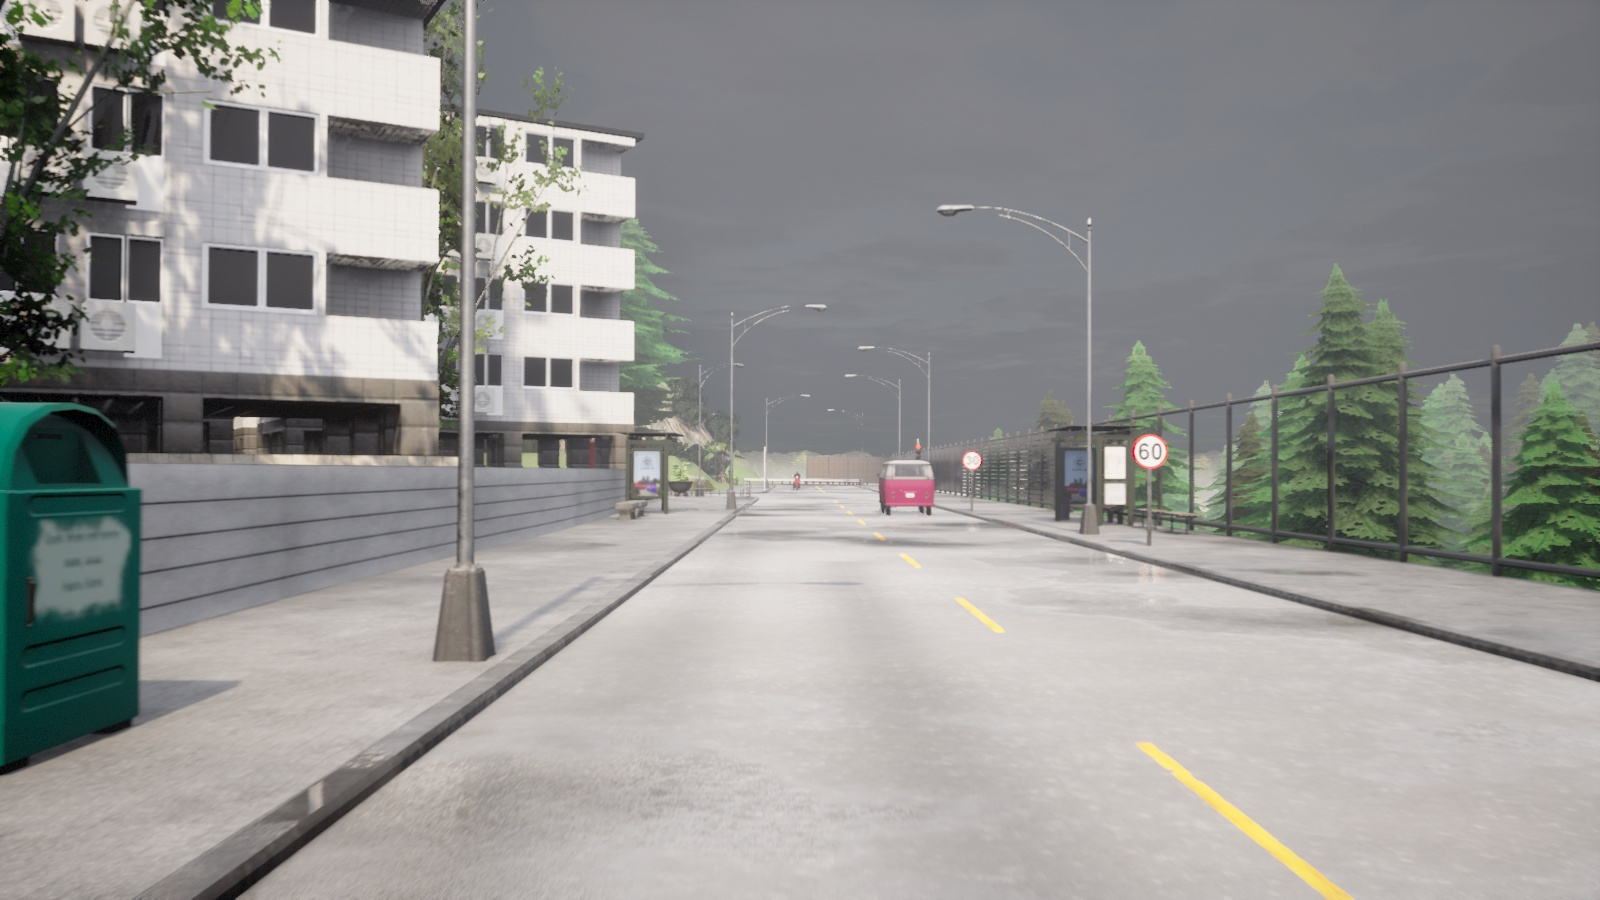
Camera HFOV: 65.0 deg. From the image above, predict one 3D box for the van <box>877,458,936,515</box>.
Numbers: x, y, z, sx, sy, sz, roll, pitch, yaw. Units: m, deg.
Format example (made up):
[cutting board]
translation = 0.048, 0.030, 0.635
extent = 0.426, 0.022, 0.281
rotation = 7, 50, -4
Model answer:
[van]
translation = 3.877, 1.330, 46.442
extent = 1.775, 1.987, 4.442
rotation = 0, -1, 0
